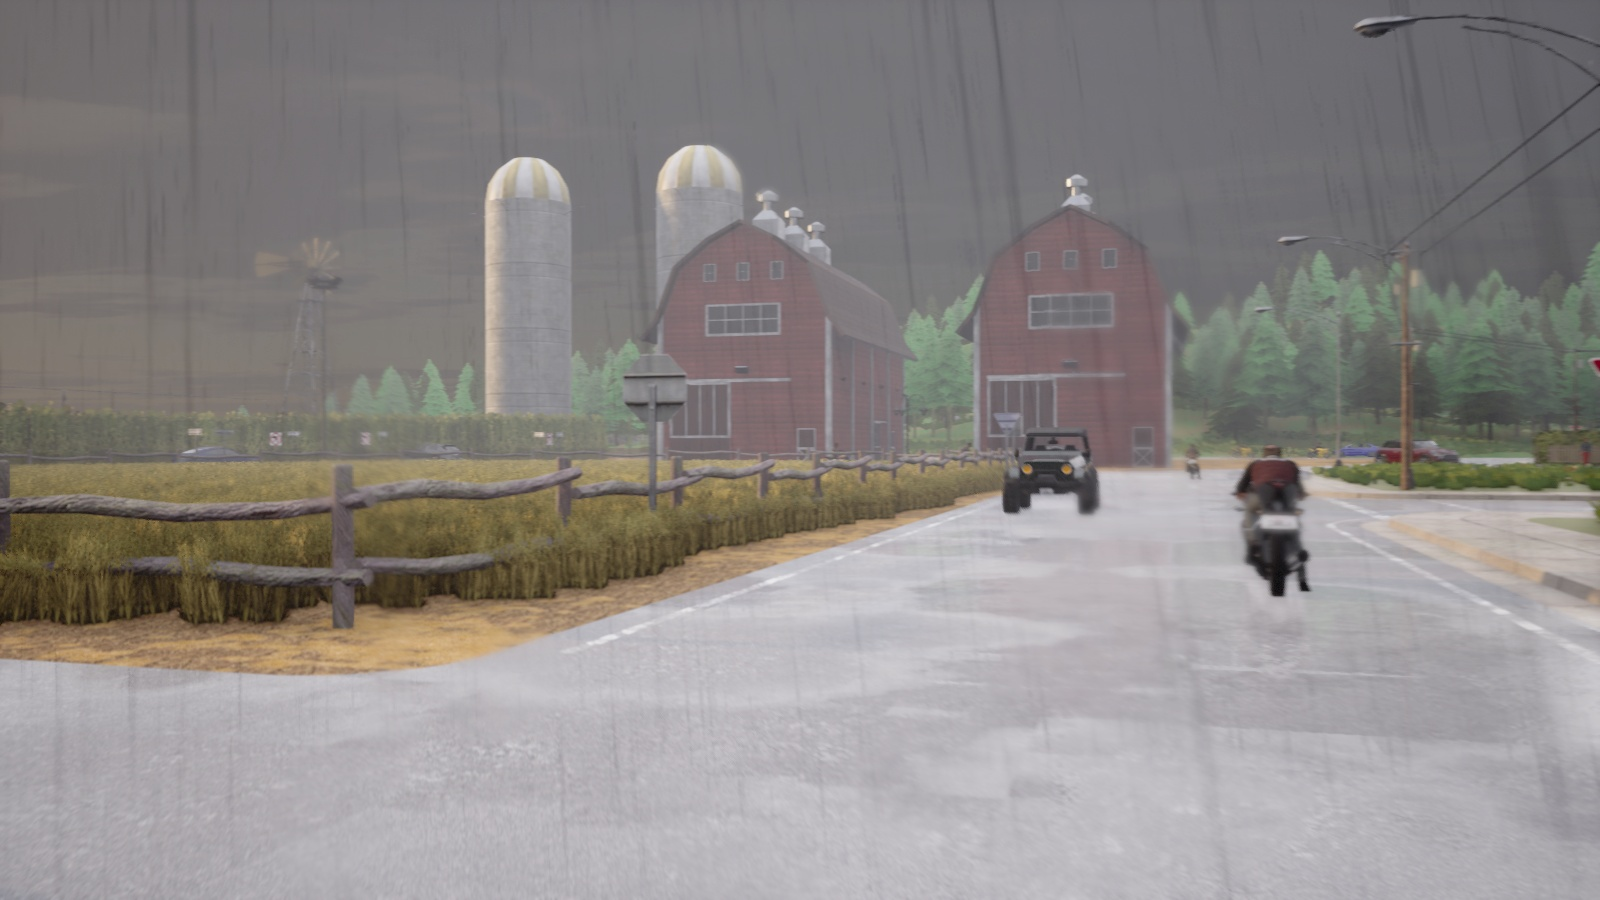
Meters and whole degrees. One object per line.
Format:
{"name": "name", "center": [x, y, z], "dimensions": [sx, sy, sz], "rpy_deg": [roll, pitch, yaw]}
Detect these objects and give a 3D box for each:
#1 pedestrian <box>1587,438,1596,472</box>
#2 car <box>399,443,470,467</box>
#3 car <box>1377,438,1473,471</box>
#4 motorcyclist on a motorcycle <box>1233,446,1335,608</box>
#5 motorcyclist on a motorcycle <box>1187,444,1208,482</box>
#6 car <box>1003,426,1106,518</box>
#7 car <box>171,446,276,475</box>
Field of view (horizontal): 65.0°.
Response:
{"name": "pedestrian", "center": [43.214, 0.263, 68.561], "dimensions": [0.353, 1.847, 0.614], "rpy_deg": [0, 0, 28]}
{"name": "car", "center": [-25.253, 0.322, 86.740], "dimensions": [4.856, 1.649, 2.033], "rpy_deg": [0, 0, 33]}
{"name": "car", "center": [34.958, 0.245, 70.366], "dimensions": [2.097, 1.767, 4.553], "rpy_deg": [0, 0, -22]}
{"name": "motorcyclist on a motorcycle", "center": [4.990, 0.730, 13.069], "dimensions": [0.866, 1.530, 2.191], "rpy_deg": [0, 0, 18]}
{"name": "motorcyclist on a motorcycle", "center": [16.557, 0.520, 52.320], "dimensions": [0.797, 1.523, 2.044], "rpy_deg": [0, 0, 17]}
{"name": "car", "center": [5.691, 0.432, 27.730], "dimensions": [1.905, 1.878, 3.866], "rpy_deg": [0, 0, 16]}
{"name": "car", "center": [-29.909, 0.504, 65.293], "dimensions": [1.812, 1.442, 4.674], "rpy_deg": [0, 0, 37]}
